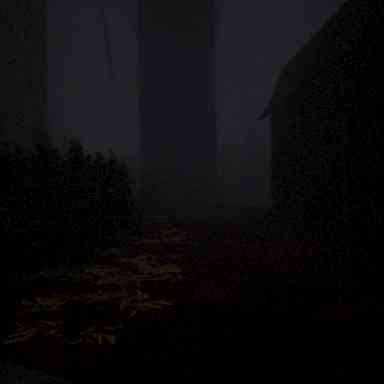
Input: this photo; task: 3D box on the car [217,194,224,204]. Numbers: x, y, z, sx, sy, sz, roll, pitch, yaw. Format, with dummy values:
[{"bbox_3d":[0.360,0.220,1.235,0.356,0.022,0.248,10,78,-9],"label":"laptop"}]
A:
[{"bbox_3d":[3.538,0.998,49.461,1.994,1.381,4.181,-1,0,-5],"label":"car"}]
